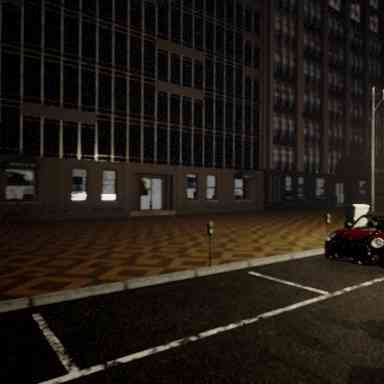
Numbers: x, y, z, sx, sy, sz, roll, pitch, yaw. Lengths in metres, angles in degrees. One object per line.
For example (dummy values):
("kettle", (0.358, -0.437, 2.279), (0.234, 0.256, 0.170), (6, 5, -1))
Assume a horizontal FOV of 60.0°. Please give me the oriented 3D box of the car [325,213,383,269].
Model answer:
("car", (6.203, 1.443, 10.980), (4.097, 1.590, 1.967), (0, 1, -36))
